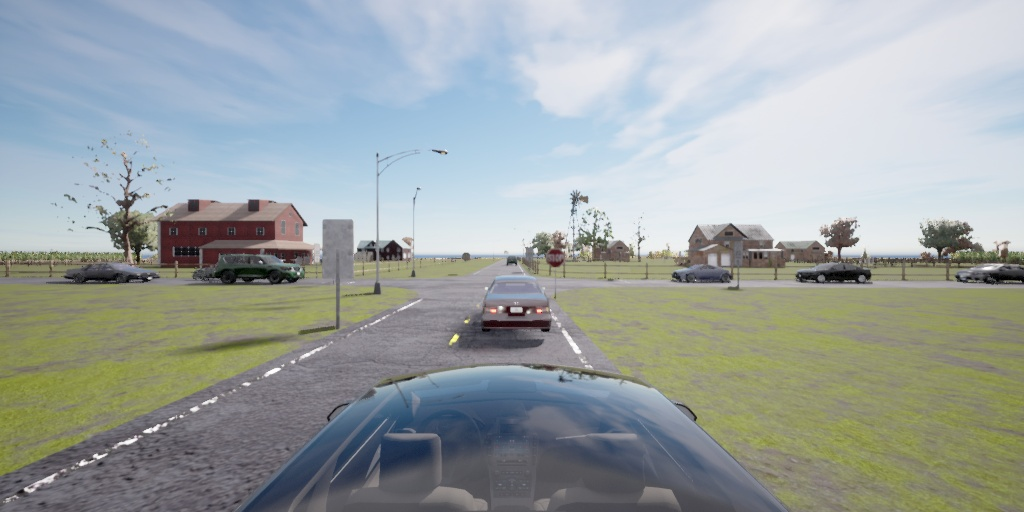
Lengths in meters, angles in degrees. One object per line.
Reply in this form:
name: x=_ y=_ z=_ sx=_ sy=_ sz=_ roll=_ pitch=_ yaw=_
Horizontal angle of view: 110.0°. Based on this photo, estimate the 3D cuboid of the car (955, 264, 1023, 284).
car: x=37.941 y=1.378 z=28.148 sx=4.902 sy=1.511 sz=2.128 roll=0 pitch=0 yaw=1

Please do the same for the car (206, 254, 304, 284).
car: x=-18.020 y=0.911 z=25.647 sx=5.566 sy=2.045 sz=2.150 roll=0 pitch=0 yaw=1

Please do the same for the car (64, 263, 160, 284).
car: x=-28.632 y=1.208 z=25.730 sx=5.357 sy=1.411 sz=2.033 roll=0 pitch=0 yaw=1

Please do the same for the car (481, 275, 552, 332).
car: x=0.100 y=1.294 z=10.823 sx=2.033 sy=1.411 sz=5.357 roll=0 pitch=0 yaw=0

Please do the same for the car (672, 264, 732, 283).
car: x=14.941 y=1.352 z=28.339 sx=4.181 sy=1.385 sz=1.994 roll=0 pitch=0 yaw=1

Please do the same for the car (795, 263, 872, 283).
car: x=25.240 y=1.306 z=28.263 sx=5.008 sy=1.535 sz=1.882 roll=0 pitch=0 yaw=1

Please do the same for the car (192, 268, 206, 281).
car: x=-22.860 y=1.232 z=28.619 sx=4.181 sy=1.385 sz=1.994 roll=0 pitch=0 yaw=1
